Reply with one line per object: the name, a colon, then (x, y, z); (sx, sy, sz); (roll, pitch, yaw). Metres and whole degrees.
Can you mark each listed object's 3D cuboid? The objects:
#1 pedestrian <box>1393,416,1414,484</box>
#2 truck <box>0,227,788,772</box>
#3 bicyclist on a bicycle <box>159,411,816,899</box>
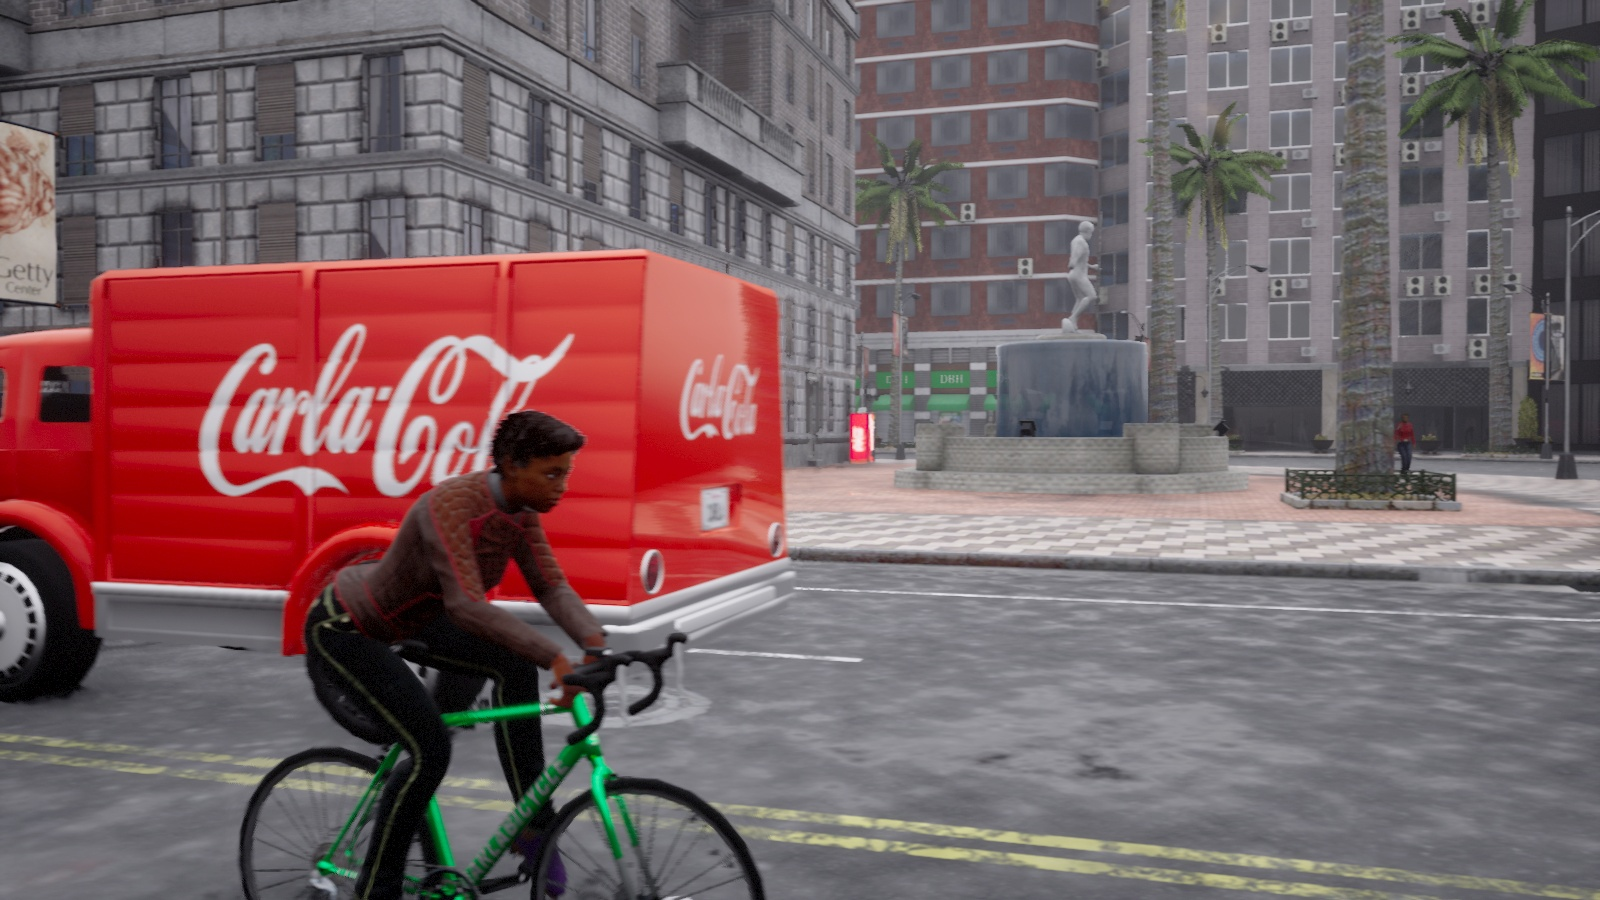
pedestrian: (16.476, -0.007, 34.293); (0.331, 1.846, 0.636); (1, 1, 10)
truck: (-2.961, 0.184, 7.728); (5.204, 2.467, 2.627); (1, 1, 18)
bicyclist on a bicycle: (-0.841, 0.714, 3.386); (1.656, 1.620, 0.582); (1, 1, 18)
